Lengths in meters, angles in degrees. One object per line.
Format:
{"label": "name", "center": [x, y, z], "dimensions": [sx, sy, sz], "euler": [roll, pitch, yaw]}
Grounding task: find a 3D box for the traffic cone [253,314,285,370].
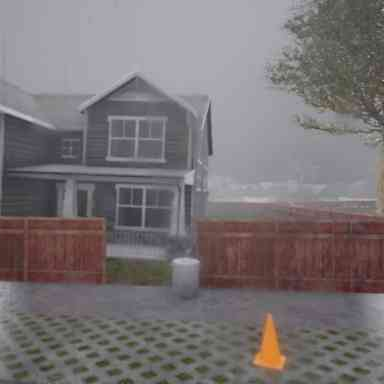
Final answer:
{"label": "traffic cone", "center": [0.978, 1.842, 4.204], "dimensions": [0.340, 0.580, 0.340], "euler": [0, -1, 24]}
